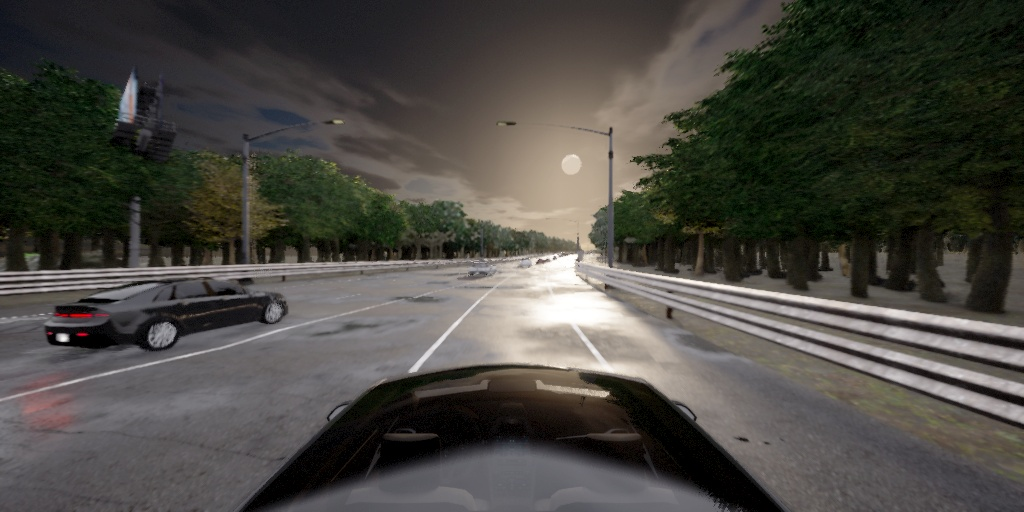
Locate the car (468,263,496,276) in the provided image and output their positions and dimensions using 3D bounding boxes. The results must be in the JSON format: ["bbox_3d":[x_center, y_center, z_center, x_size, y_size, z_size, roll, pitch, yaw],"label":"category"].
[{"bbox_3d":[-2.935,1.368,36.795,1.895,1.301,4.718,0,0,11],"label":"car"}]

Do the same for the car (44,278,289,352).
[{"bbox_3d":[-8.175,1.314,9.266,1.837,1.490,4.892,-1,0,11],"label":"car"}]
